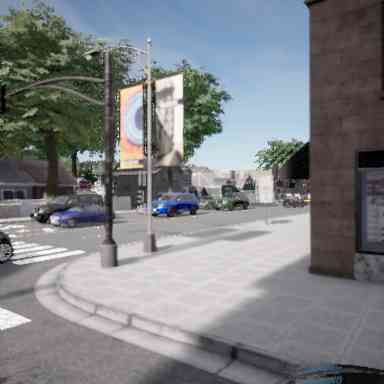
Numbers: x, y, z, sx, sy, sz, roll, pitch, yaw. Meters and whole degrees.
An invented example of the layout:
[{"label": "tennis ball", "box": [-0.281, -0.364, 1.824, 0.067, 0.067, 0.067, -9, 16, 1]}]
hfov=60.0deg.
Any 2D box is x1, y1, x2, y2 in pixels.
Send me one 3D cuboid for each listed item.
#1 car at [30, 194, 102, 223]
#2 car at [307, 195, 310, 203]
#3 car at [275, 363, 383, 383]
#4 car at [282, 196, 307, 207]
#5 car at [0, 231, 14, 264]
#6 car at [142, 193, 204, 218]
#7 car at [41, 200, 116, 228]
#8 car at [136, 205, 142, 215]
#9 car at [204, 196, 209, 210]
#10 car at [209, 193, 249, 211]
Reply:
[{"label": "car", "box": [-9.131, 1.210, 25.066, 2.150, 2.045, 5.566, 0, 0, 36]}, {"label": "car", "box": [19.688, 1.226, 53.908, 1.882, 1.535, 5.008, 0, 0, 36]}, {"label": "car", "box": [2.131, 1.562, 1.290, 4.313, 1.339, 1.947, 0, 0, 35]}, {"label": "car", "box": [13.931, 1.323, 45.843, 1.812, 1.442, 4.674, 0, 0, 36]}, {"label": "car", "box": [-6.684, 1.526, 8.934, 1.837, 1.490, 4.892, -3, 1, -5]}, {"label": "car", "box": [-1.550, 1.149, 30.093, 2.150, 2.045, 5.566, 0, 0, 35]}, {"label": "car", "box": [-7.184, 1.508, 22.200, 1.812, 1.442, 4.674, 0, 0, 34]}, {"label": "car", "box": [-3.456, 1.458, 33.008, 1.812, 1.442, 4.674, 0, 0, 35]}, {"label": "car", "box": [2.188, 1.231, 40.902, 2.097, 1.767, 4.553, 0, 0, 36]}, {"label": "car", "box": [4.666, 1.090, 38.782, 2.150, 2.045, 5.566, 0, 0, 36]}]
